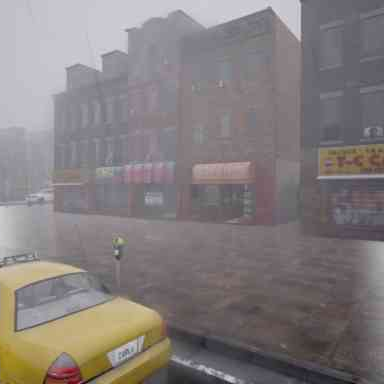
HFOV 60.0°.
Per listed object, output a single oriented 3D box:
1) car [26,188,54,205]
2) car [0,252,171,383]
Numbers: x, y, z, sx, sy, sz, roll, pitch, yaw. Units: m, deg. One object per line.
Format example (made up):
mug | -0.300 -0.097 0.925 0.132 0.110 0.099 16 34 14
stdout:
car | -19.164 0.548 44.525 2.150 2.045 5.566 0 2 35
car | -2.518 1.525 4.608 4.829 1.417 1.752 0 0 36
